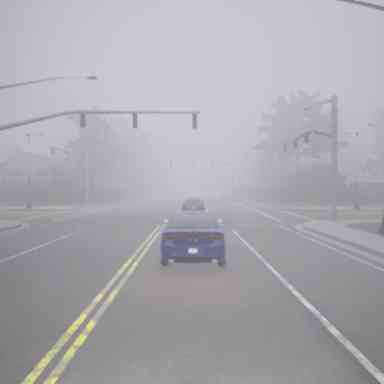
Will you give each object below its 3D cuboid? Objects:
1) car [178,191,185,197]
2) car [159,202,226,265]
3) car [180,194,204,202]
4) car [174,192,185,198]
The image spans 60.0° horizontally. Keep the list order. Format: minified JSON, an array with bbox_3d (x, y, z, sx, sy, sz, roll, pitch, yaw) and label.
[{"bbox_3d":[-2.772,0.530,89.737,1.895,1.301,4.718,0,1,0],"label":"car"},{"bbox_3d":[0.030,1.344,11.154,1.882,1.535,5.008,0,1,0],"label":"car"},{"bbox_3d":[0.164,1.199,30.618,1.994,1.385,4.181,0,1,2],"label":"car"},{"bbox_3d":[-2.844,0.674,73.970,1.994,1.385,4.181,0,1,0],"label":"car"}]
